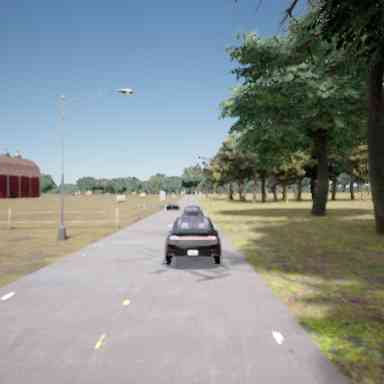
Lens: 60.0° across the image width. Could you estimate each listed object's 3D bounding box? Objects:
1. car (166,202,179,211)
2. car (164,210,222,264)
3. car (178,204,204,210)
[{"bbox_3d":[-2.833,2.151,50.020,1.895,1.301,4.718,0,-1,0],"label":"car"},{"bbox_3d":[0.047,1.635,12.409,2.128,1.511,4.902,0,-1,1],"label":"car"},{"bbox_3d":[0.052,1.846,28.071,1.812,1.442,4.674,0,0,0],"label":"car"}]
